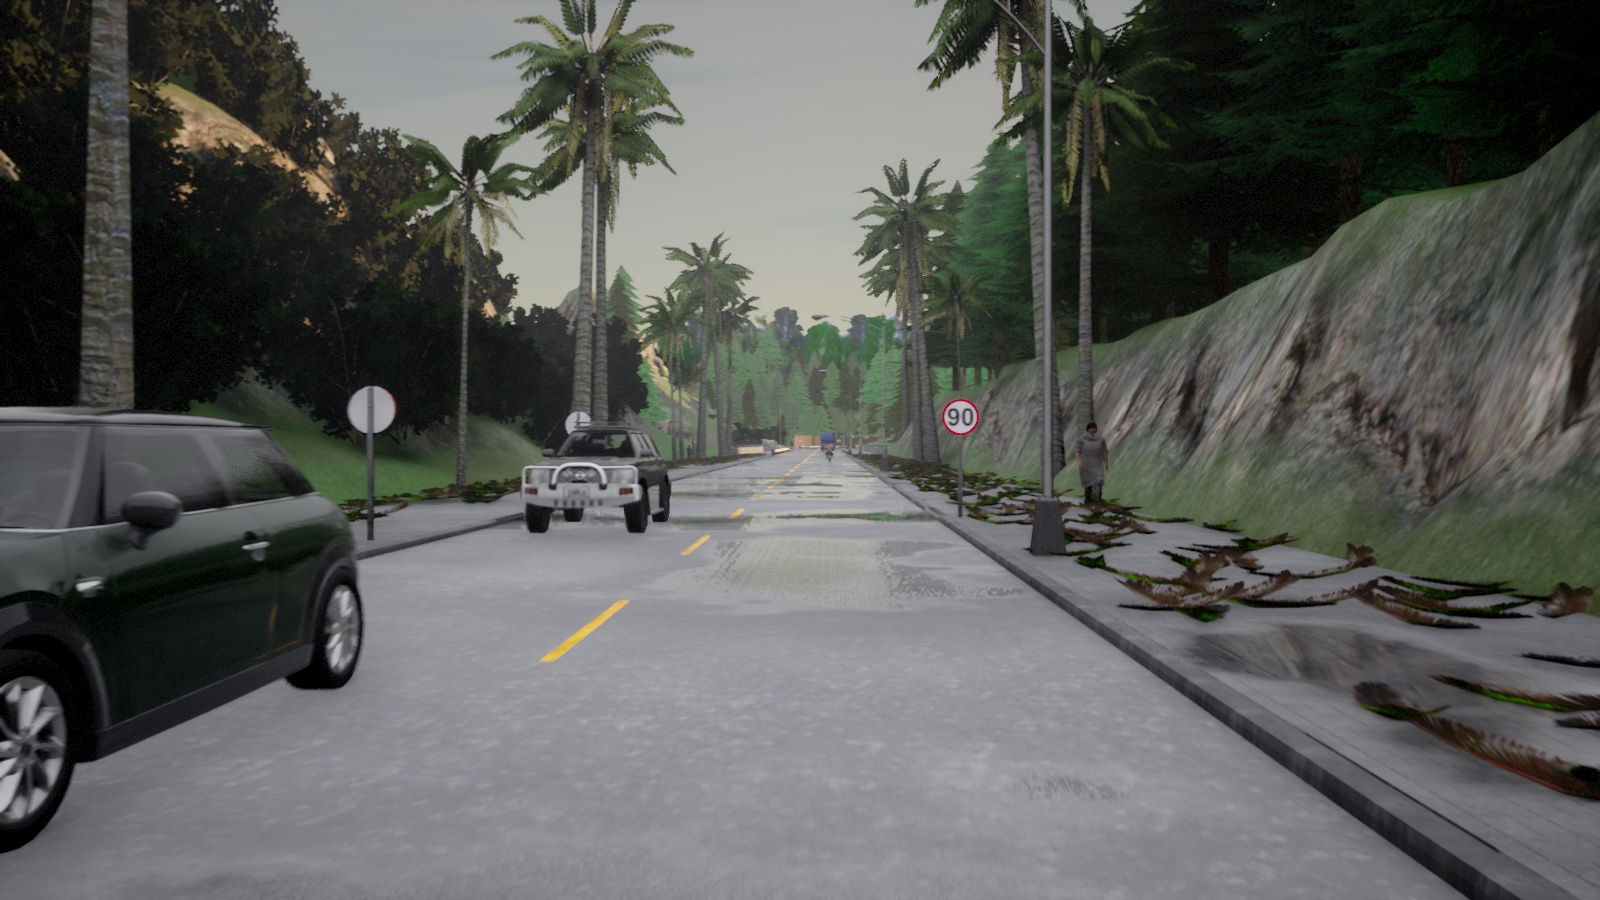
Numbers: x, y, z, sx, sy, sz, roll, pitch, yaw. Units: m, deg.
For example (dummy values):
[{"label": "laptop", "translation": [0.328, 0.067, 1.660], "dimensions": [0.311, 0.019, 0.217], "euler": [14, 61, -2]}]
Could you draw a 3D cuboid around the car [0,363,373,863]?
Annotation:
[{"label": "car", "translation": [-3.843, 0.568, 5.816], "dimensions": [2.097, 1.767, 4.553], "euler": [0, 0, 1]}]

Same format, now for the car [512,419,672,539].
[{"label": "car", "translation": [-3.480, 0.436, 21.895], "dimensions": [1.932, 1.855, 4.605], "euler": [0, 0, 1]}]

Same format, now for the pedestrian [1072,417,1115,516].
[{"label": "pedestrian", "translation": [5.868, 0.317, 25.131], "dimensions": [0.659, 1.952, 0.873], "euler": [0, 0, 1]}]
